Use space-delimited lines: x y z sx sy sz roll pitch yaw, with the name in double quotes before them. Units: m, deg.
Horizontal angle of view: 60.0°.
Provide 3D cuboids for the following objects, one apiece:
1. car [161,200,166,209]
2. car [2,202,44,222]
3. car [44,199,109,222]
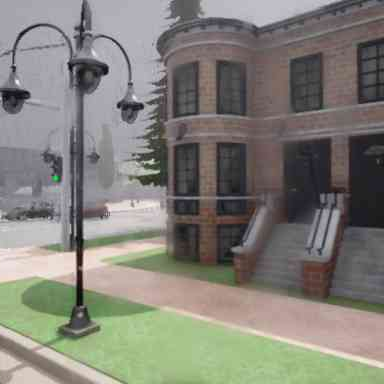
"car" -3.020 1.553 46.868 2.128 1.511 4.902 0 0 11
"car" -12.735 1.546 27.020 2.128 1.511 4.902 0 0 34
"car" -8.872 1.399 26.515 2.097 1.767 4.553 0 0 34
